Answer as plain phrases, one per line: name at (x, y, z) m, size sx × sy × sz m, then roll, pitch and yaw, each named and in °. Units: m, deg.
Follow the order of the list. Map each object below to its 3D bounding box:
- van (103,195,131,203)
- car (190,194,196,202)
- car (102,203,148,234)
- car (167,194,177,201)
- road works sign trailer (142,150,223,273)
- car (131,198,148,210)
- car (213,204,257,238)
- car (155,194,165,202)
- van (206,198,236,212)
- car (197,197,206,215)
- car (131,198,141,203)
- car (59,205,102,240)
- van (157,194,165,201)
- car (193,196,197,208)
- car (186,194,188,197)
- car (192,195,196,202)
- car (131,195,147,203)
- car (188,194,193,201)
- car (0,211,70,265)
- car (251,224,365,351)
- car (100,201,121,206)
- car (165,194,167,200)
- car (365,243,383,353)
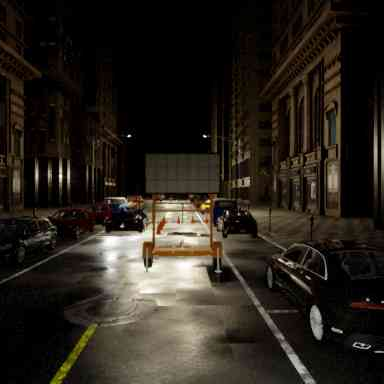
van at (-6.578, 1.350, 28.357) m, size 1.690 × 1.788 × 3.998 m, roll 0°, pitch 0°, yaw -2°
car at (1.123, 1.548, 56.868) m, size 1.752 × 1.417 × 4.829 m, roll 0°, pitch 0°, yaw -2°
car at (-3.649, 1.568, 19.155) m, size 1.994 × 1.385 × 4.181 m, roll 0°, pitch 0°, yaw -2°
car at (-5.551, 1.532, 88.216) m, size 1.882 × 1.535 × 5.008 m, roll 0°, pitch 0°, yaw -2°
road works sign trailer at (-0.301, 0.466, 10.673) m, size 2.380 × 3.560 × 2.880 m, roll 0°, pitch 0°, yaw -2°
car at (-7.062, 1.541, 45.035) m, size 1.752 × 1.417 × 4.829 m, roll 0°, pitch 0°, yaw -2°
car at (2.268, 1.555, 17.383) m, size 2.008 × 1.369 × 4.403 m, roll 0°, pitch 0°, yaw -2°
car at (-8.045, 1.627, 78.901) m, size 1.802 × 1.307 × 4.206 m, roll 0°, pitch 0°, yaw -2°
van at (2.106, 1.347, 22.999) m, size 1.690 × 1.788 × 3.998 m, roll 0°, pitch 0°, yaw -2°
car at (1.775, 1.537, 34.402) m, size 1.752 × 1.417 × 4.829 m, roll 0°, pitch 0°, yaw -2°
car at (-6.741, 1.562, 33.973) m, size 2.008 × 1.369 × 4.403 m, roll 0°, pitch 0°, yaw -2°
car at (-6.253, 1.549, 17.125) m, size 1.887 × 1.381 × 4.507 m, roll 0°, pitch 0°, yaw -2°
van at (-8.370, 1.397, 90.133) m, size 1.690 × 1.788 × 3.998 m, roll 0°, pitch 0°, yaw -2°
car at (1.454, 1.598, 45.465) m, size 1.802 × 1.307 × 4.206 m, roll 0°, pitch 0°, yaw -2°
car at (0.151, 1.371, 90.396) m, size 2.192 × 1.841 × 5.009 m, roll 0°, pitch 0°, yaw -2°
car at (1.291, 1.601, 51.081) m, size 1.802 × 1.307 × 4.206 m, roll 0°, pitch 0°, yaw -2°
car at (-6.904, 1.329, 39.589) m, size 2.192 × 1.841 × 5.009 m, roll 0°, pitch 0°, yaw -2°
car at (0.802, 1.599, 67.931) m, size 1.947 × 1.339 × 4.313 m, roll 0°, pitch 0°, yaw -2°
car at (-6.090, 1.553, 11.515) m, size 2.008 × 1.369 × 4.403 m, roll 0°, pitch 0°, yaw -2°
car at (2.594, 1.552, 6.150) m, size 2.008 × 1.369 × 4.403 m, roll 0°, pitch 0°, yaw -2°
car at (-6.416, 1.551, 22.741) m, size 1.887 × 1.381 × 4.507 m, roll 0°, pitch 0°, yaw -2°
car at (-8.208, 1.616, 84.517) m, size 1.947 × 1.339 × 4.313 m, roll 0°, pitch 0°, yaw -2°
car at (2.757, 1.315, 0.534) m, size 2.192 × 1.841 × 5.009 m, roll 0°, pitch 0°, yaw -2°
